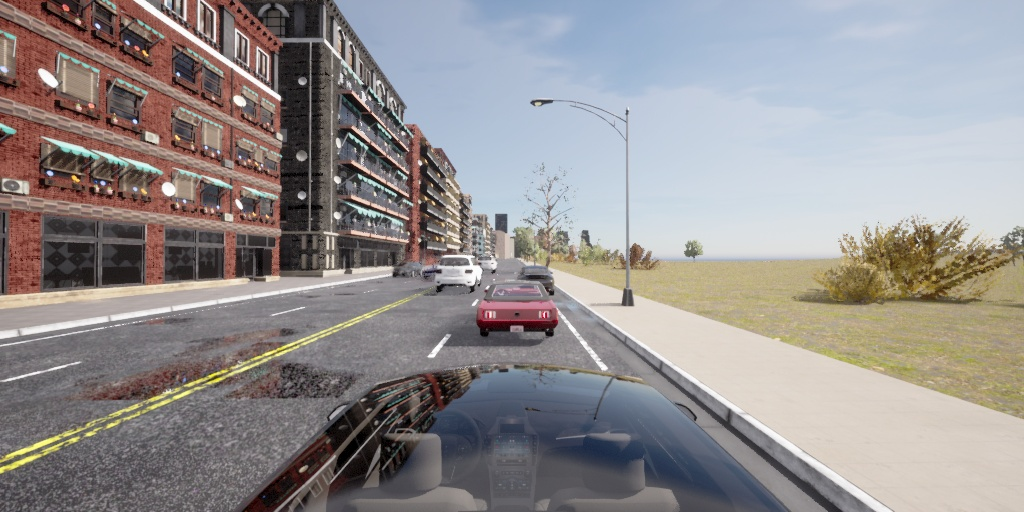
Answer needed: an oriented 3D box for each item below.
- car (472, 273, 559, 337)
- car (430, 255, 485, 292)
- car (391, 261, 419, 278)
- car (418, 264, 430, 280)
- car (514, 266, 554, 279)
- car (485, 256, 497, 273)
[{"bbox_3d":[0.131,1.352,10.277,1.895,1.301,4.718,0,0,0],"label":"car"},{"bbox_3d":[-3.075,0.976,21.497,2.150,2.045,5.566,0,0,0],"label":"car"},{"bbox_3d":[-9.726,1.257,33.612,1.837,1.490,4.892,0,0,0],"label":"car"},{"bbox_3d":[-6.484,1.353,31.515,1.895,1.301,4.718,0,0,0],"label":"car"},{"bbox_3d":[1.205,1.257,19.478,1.837,1.490,4.892,0,0,0],"label":"car"},{"bbox_3d":[-2.992,0.971,42.885,2.150,2.045,5.566,0,0,1],"label":"car"}]
